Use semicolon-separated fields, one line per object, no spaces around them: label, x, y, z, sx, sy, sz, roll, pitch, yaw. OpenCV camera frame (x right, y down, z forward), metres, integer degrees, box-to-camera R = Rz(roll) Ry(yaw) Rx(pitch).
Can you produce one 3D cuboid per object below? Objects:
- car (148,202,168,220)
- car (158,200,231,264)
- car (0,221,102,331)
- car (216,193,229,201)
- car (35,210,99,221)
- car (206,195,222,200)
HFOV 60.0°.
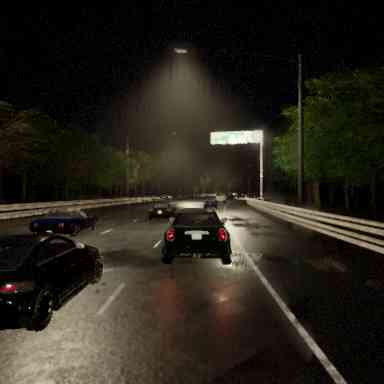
car;-2.374;1.554;28.018;1.994;1.385;4.181;0;0;4
car;0.209;1.352;12.011;2.097;1.767;4.553;0;0;2
car;-3.307;1.556;6.868;1.994;1.385;4.181;0;0;1
car;6.122;1.202;70.286;2.150;2.045;5.566;0;0;10
car;-6.512;1.582;17.661;1.895;1.301;4.718;0;0;3
car;2.584;1.540;45.021;2.033;1.411;5.357;0;0;6
